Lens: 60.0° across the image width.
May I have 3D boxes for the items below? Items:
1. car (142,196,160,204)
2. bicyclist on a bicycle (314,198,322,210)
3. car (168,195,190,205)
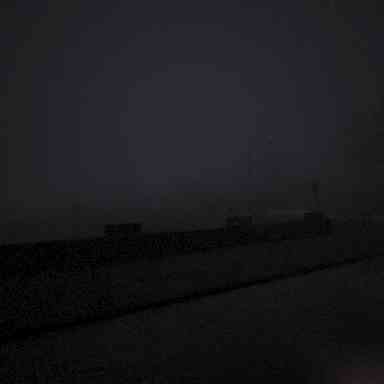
[{"bbox_3d":[-8.129,1.478,65.481,1.882,1.535,5.008,0,0,-35],"label":"car"},{"bbox_3d":[15.231,1.349,40.125,1.656,1.620,0.582,0,0,-35],"label":"bicyclist on a bicycle"},{"bbox_3d":[-2.258,1.352,57.328,2.097,1.767,4.553,0,0,-35],"label":"car"}]
